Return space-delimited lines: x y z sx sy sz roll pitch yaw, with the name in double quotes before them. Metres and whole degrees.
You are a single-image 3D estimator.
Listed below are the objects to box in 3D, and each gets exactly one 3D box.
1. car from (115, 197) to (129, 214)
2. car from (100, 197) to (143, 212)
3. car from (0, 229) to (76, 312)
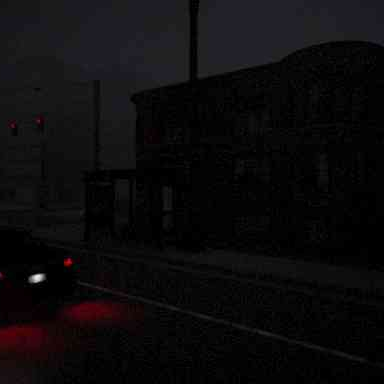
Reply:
"car" -6.509 1.375 31.763 1.895 1.301 4.718 1 0 37
"car" -7.612 1.265 36.412 1.812 1.442 4.674 1 0 35
"car" -4.385 1.492 7.127 4.181 1.385 1.994 1 0 36
